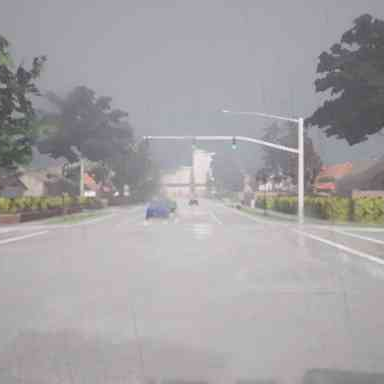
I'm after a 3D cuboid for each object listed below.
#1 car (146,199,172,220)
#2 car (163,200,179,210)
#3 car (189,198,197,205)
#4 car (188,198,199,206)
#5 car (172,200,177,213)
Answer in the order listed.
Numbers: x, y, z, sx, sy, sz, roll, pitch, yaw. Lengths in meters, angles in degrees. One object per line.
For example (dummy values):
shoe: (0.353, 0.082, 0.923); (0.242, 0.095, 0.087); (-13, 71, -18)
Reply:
car: (-3.190, 1.724, 31.514); (1.882, 1.535, 5.008); (0, 0, 0)
car: (-3.212, 1.950, 51.200); (2.033, 1.411, 5.357); (0, 0, 0)
car: (0.265, 2.130, 77.757); (1.812, 1.442, 4.674); (0, 0, 0)
car: (0.297, 2.037, 67.360); (1.837, 1.490, 4.892); (0, 0, 0)
car: (-3.214, 1.673, 40.868); (2.097, 1.767, 4.553); (0, 0, 0)
